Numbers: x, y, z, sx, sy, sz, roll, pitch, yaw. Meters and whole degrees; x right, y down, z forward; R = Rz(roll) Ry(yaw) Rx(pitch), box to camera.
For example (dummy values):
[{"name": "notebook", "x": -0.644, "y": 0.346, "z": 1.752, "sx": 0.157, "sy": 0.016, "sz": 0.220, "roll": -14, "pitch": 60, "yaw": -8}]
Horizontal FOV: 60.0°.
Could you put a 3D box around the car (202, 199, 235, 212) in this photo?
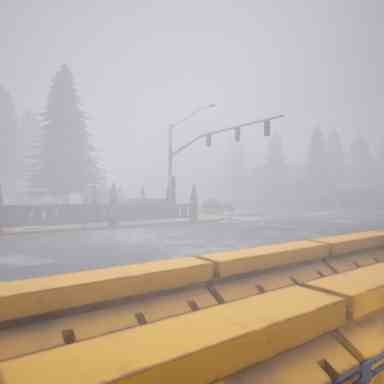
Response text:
[{"name": "car", "x": 3.052, "y": 1.521, "z": 39.655, "sx": 1.812, "sy": 1.442, "sz": 4.674, "roll": 0, "pitch": 0, "yaw": -35}]
